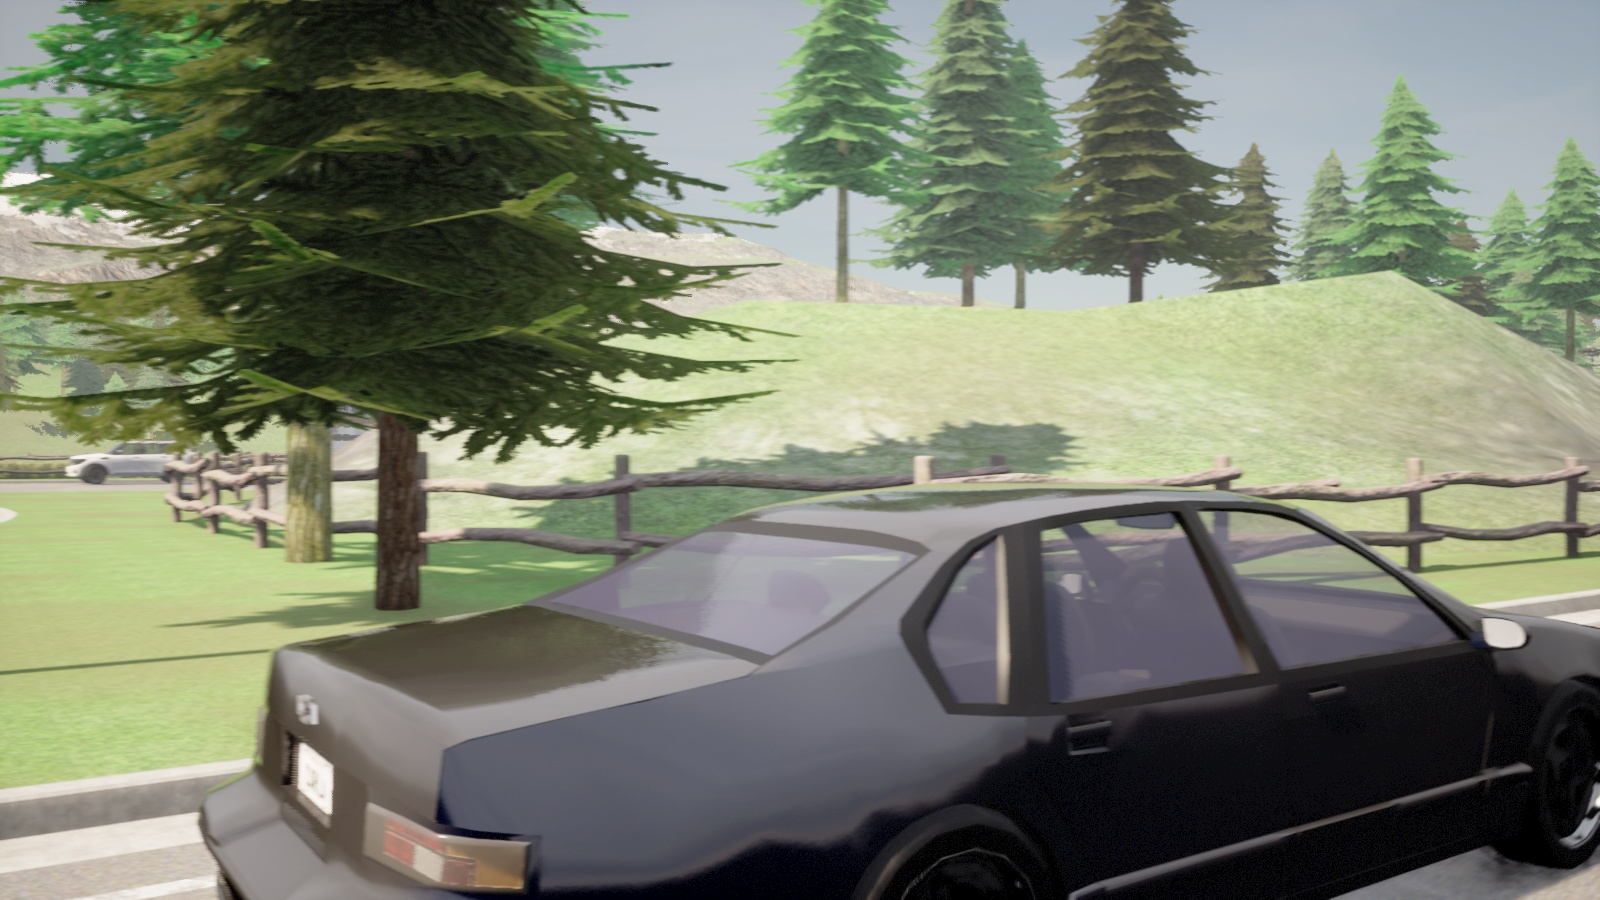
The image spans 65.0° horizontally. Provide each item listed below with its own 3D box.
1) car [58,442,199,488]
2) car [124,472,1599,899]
[{"bbox_3d":[-31.119,0.695,58.272,5.566,2.045,2.150,0,0,-35],"label":"car"},{"bbox_3d":[0.862,0.809,4.259,5.357,1.411,2.033,0,0,-35],"label":"car"}]
